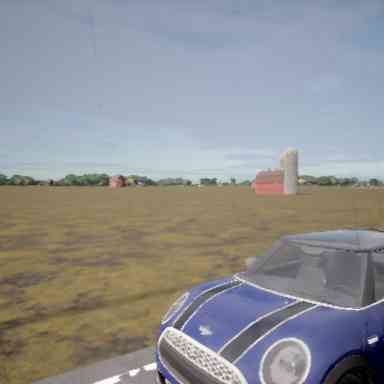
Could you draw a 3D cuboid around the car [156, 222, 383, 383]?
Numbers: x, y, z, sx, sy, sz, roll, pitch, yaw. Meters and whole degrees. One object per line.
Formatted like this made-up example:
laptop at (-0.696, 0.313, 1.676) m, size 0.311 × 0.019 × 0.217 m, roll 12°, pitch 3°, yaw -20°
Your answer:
car at (1.803, 1.348, 4.324) m, size 4.553 × 1.767 × 2.097 m, roll 0°, pitch 0°, yaw -35°
